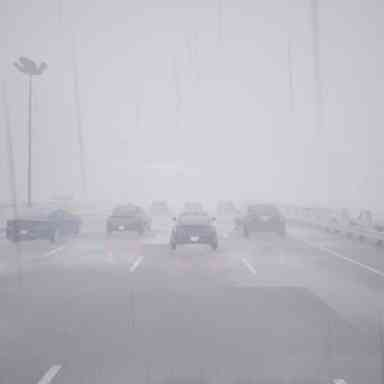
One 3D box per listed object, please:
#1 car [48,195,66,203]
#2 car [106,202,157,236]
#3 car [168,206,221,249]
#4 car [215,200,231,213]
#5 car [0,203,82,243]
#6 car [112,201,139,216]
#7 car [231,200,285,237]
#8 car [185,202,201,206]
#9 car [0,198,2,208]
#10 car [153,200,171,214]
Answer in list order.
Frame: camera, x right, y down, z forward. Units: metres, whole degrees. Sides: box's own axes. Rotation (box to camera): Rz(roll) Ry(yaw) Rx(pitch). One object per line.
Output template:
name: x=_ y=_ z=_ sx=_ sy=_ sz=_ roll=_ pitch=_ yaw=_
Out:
car: x=-17.565 y=1.414 z=44.332 sx=2.150 sy=2.045 sz=5.566 roll=0 pitch=-1 yaw=0
car: x=-3.396 y=1.516 z=18.500 sx=2.128 sy=1.511 sz=4.902 roll=0 pitch=0 yaw=0
car: x=0.088 y=1.545 z=14.541 sx=1.812 sy=1.442 sz=4.674 roll=0 pitch=0 yaw=0
car: x=3.608 y=1.587 z=36.016 sx=2.128 sy=1.511 sz=4.902 roll=0 pitch=0 yaw=0
car: x=-6.897 y=1.499 z=16.130 sx=1.882 sy=1.535 sz=5.008 roll=0 pitch=0 yaw=0
car: x=-6.893 y=1.686 z=34.758 sx=1.895 sy=1.301 sz=4.718 roll=0 pitch=0 yaw=0
car: x=3.603 y=1.377 z=18.431 sx=2.097 sy=1.767 sz=4.553 roll=0 pitch=0 yaw=0
car: x=0.107 y=1.608 z=31.196 sx=2.033 sy=1.411 sz=5.357 roll=0 pitch=0 yaw=0
car: x=-24.573 y=1.759 z=41.852 sx=1.895 sy=1.301 sz=4.718 roll=0 pitch=-1 yaw=0
car: x=-3.392 y=1.587 z=36.028 sx=2.128 sy=1.511 sz=4.902 roll=0 pitch=0 yaw=0
